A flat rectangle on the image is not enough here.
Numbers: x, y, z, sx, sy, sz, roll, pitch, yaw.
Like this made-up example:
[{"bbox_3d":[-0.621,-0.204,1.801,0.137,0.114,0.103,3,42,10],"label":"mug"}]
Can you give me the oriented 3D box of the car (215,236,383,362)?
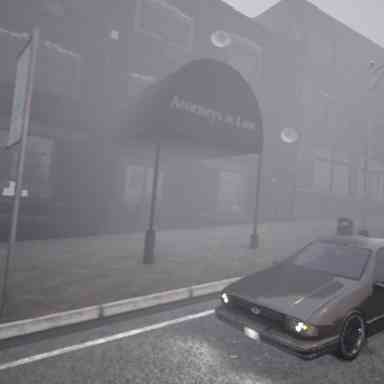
[{"bbox_3d":[2.985,1.567,6.120,5.357,1.411,2.033,0,0,-35],"label":"car"}]
